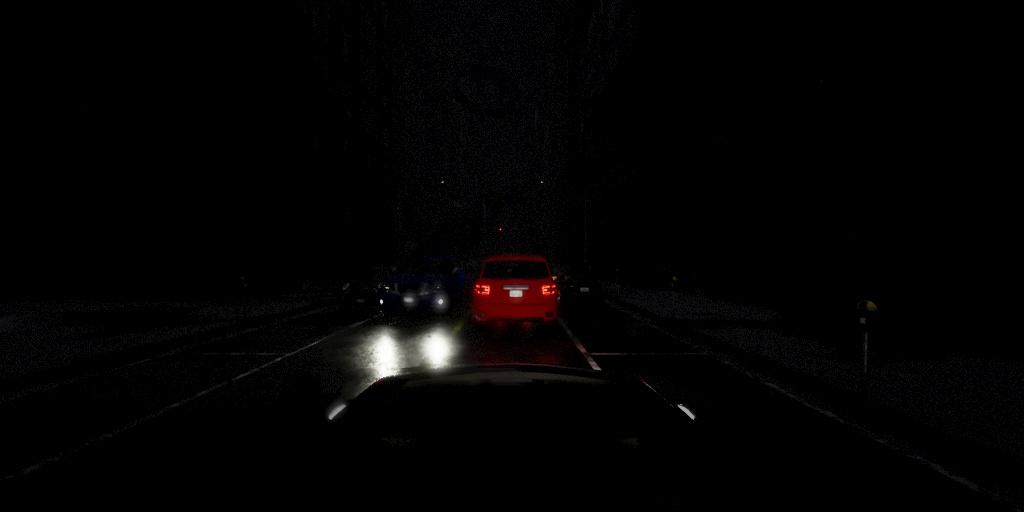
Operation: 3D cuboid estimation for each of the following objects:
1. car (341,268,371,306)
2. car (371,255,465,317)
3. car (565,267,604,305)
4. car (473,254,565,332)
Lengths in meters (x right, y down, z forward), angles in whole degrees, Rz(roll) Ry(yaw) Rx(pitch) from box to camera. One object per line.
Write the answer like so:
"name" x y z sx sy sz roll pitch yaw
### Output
"car" -5.763 1.188 15.663 1.967 1.591 4.097 0 0 0
"car" -3.095 0.970 13.563 2.150 2.045 5.566 0 0 0
"car" 2.763 1.313 15.662 1.948 1.339 4.313 0 0 0
"car" 0.103 0.970 11.023 2.150 2.045 5.566 0 0 0
